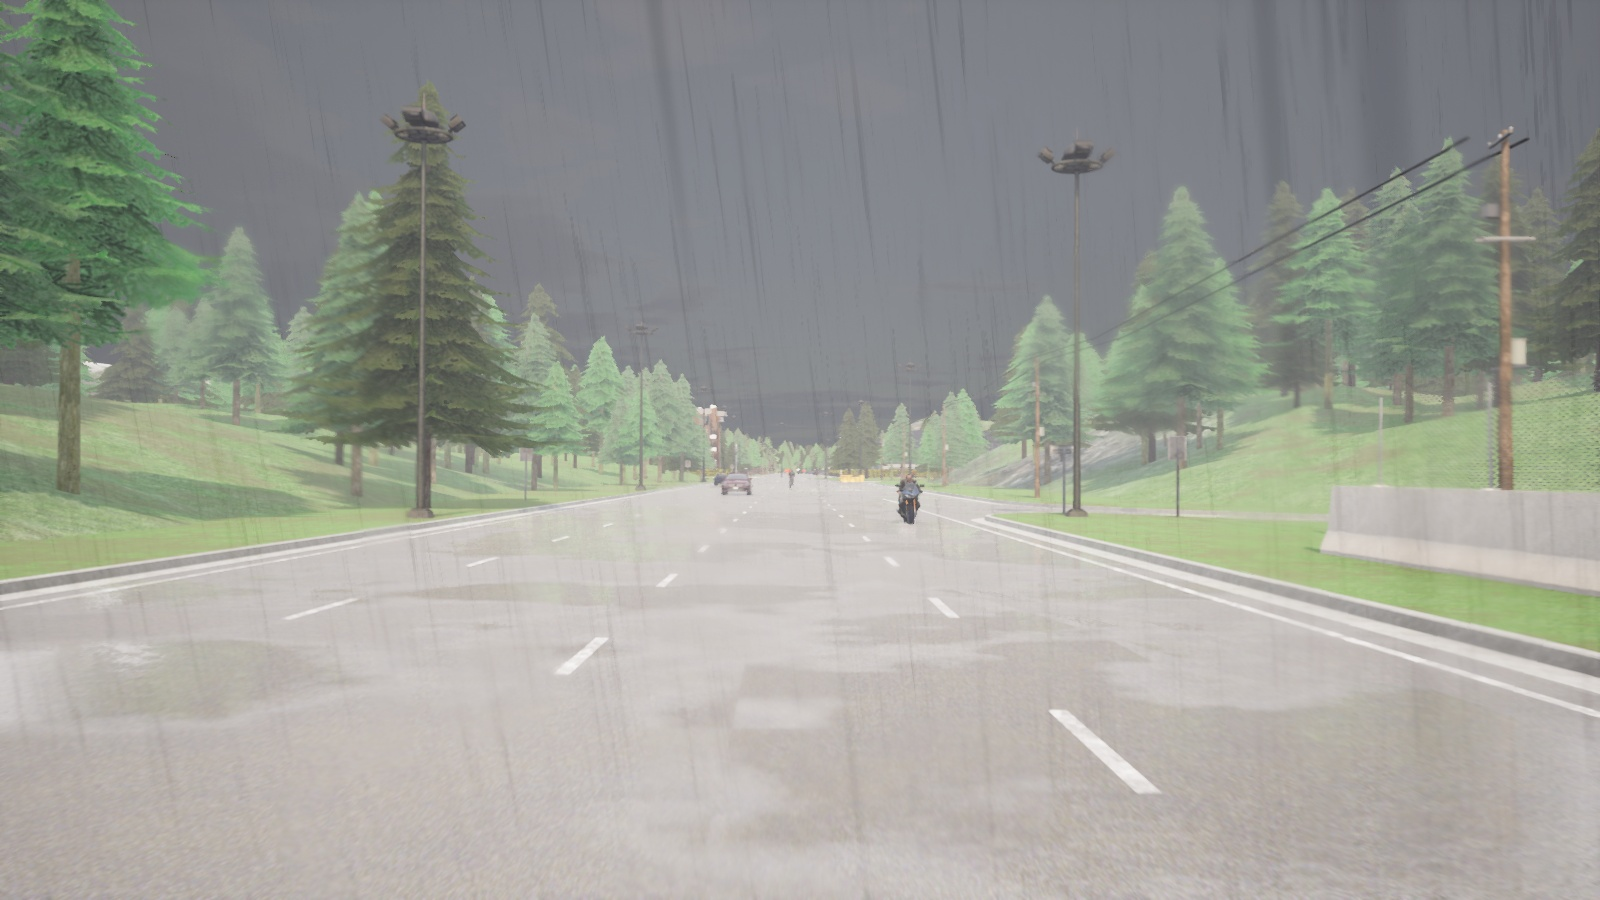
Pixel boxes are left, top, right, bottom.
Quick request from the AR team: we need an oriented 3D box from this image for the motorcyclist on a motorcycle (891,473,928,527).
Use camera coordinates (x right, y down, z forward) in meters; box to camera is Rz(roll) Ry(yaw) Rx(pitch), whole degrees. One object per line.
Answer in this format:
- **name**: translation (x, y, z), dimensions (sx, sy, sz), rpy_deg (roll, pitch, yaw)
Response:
- **motorcyclist on a motorcycle**: translation (3.245, 1.462, 37.382), dimensions (0.866, 1.530, 2.191), rpy_deg (0, -1, 0)

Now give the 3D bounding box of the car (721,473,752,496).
- **car**: translation (-4.057, 2.215, 81.151), dimensions (1.812, 1.442, 4.674), rpy_deg (0, -1, 0)
